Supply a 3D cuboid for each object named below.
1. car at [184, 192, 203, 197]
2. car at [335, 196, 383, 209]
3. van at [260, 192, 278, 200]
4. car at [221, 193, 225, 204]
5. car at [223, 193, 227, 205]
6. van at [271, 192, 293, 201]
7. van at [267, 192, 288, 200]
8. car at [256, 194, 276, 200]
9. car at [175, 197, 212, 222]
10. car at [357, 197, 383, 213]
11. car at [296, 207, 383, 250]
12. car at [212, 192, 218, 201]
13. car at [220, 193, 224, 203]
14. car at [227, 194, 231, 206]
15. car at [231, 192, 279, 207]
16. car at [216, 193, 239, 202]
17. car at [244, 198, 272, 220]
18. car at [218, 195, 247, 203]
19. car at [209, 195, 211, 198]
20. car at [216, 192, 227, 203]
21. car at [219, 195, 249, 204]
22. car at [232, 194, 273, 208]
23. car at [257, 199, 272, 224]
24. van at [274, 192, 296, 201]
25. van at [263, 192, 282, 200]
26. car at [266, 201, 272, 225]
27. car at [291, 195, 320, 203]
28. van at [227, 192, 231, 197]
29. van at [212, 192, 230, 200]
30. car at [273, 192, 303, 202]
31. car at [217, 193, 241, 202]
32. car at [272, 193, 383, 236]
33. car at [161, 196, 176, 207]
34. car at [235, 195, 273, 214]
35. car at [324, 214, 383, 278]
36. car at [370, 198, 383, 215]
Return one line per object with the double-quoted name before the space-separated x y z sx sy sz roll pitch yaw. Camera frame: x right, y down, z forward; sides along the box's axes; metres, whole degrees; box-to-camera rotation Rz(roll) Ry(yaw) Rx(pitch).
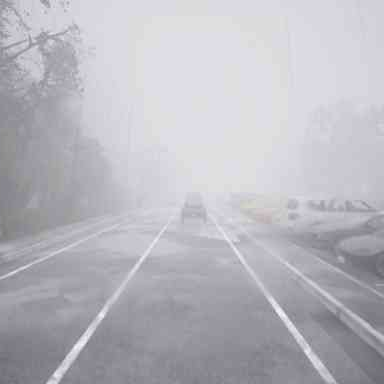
"car" 0.190 1.016 42.488 2.150 2.045 5.566 0 0 0
"car" 20.142 1.273 40.080 5.008 1.535 2.097 0 0 0
"van" 20.673 1.126 89.923 4.442 1.987 1.878 0 -1 0
"car" 7.099 1.297 48.585 4.792 1.488 2.163 0 0 0
"car" 7.076 1.301 45.809 4.792 1.488 2.163 0 0 0
"van" 20.556 0.989 76.090 4.442 1.987 1.878 0 0 0
"van" 20.347 0.984 78.995 4.442 1.987 1.878 0 0 0
"car" 20.574 1.393 92.690 4.892 1.521 2.231 0 -1 0
"car" 0.126 1.356 24.842 2.128 1.511 4.902 0 0 0
"car" 20.119 1.321 34.542 4.792 1.488 2.163 0 0 0
"car" 6.830 1.508 12.507 5.008 1.535 2.097 0 1 0
"car" 7.059 1.242 62.467 5.366 1.575 1.946 0 0 0
"car" 7.122 1.292 51.361 4.792 1.488 2.163 0 0 0
"car" 7.087 1.310 40.256 4.792 1.488 2.163 0 0 0
"car" 7.066 1.162 37.482 4.553 1.767 2.185 0 0 0
"car" 7.260 1.110 68.017 4.553 1.767 2.185 0 0 0
"car" 6.733 1.390 23.612 5.366 1.575 1.946 0 1 0
"car" 7.215 1.250 59.689 4.892 1.521 2.231 0 0 0
"car" 7.413 0.966 79.121 5.566 2.045 2.435 0 0 0
"car" 6.989 1.255 54.139 5.366 1.575 1.946 0 0 0
"car" 7.205 1.255 56.913 4.892 1.521 2.231 0 0 0
"car" 7.005 1.300 34.704 4.892 1.521 2.231 0 0 0
"car" 6.901 1.423 20.835 4.892 1.521 2.231 0 1 0
"van" 20.534 0.993 73.445 4.442 1.987 1.878 0 0 0
"van" 20.393 1.047 84.386 4.442 1.987 1.878 0 -1 0
"car" 7.057 1.448 18.058 5.366 1.575 1.946 0 1 0
"car" 20.304 1.282 59.596 4.674 1.452 2.002 0 0 0
"van" 7.198 1.050 43.031 4.442 1.987 1.878 0 0 0
"van" 7.315 1.056 84.658 4.442 1.987 1.878 0 -1 0
"car" 20.366 0.972 70.676 5.566 2.045 2.435 0 0 0
"car" 7.237 1.114 65.241 4.553 1.767 2.185 0 0 0
"car" 6.876 1.228 15.280 5.566 2.045 2.435 0 1 0
"car" -3.228 1.329 46.772 2.033 1.411 5.357 0 0 0
"car" 6.780 1.334 29.285 5.366 1.575 1.946 0 1 0
"car" 6.772 1.566 9.732 4.792 1.488 2.163 0 1 0
"car" 20.097 1.337 31.903 4.792 1.488 2.163 0 0 1
